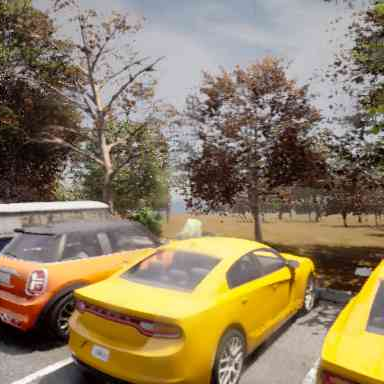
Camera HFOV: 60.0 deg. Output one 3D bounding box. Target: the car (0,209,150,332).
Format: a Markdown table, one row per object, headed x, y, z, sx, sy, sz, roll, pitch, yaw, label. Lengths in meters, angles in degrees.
| x | y | z | sx | sy | sz | roll | pitch | yaw | label |
| --- | --- | --- | --- | --- | --- | --- | --- | --- | --- |
| -1.669 | 1.361 | 6.910 | 2.185 | 1.767 | 4.553 | 0 | 0 | 35 | car |

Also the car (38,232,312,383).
| x | y | z | sx | sy | sz | roll | pitch | yaw | label |
| --- | --- | --- | --- | --- | --- | --- | --- | --- | --- |
| 0.501 | 1.483 | 5.396 | 2.097 | 1.535 | 5.008 | 0 | 0 | 35 | car |

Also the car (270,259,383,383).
| x | y | z | sx | sy | sz | roll | pitch | yaw | label |
| --- | --- | --- | --- | --- | --- | --- | --- | --- | --- |
| 2.859 | 1.480 | 3.715 | 2.097 | 1.535 | 5.008 | 0 | 0 | 35 | car |

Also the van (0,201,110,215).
| x | y | z | sx | sy | sz | roll | pitch | yaw | label |
| --- | --- | --- | --- | --- | --- | --- | --- | --- | --- |
| -3.838 | 1.264 | 8.638 | 1.878 | 1.987 | 4.442 | 0 | 0 | 35 | van |
